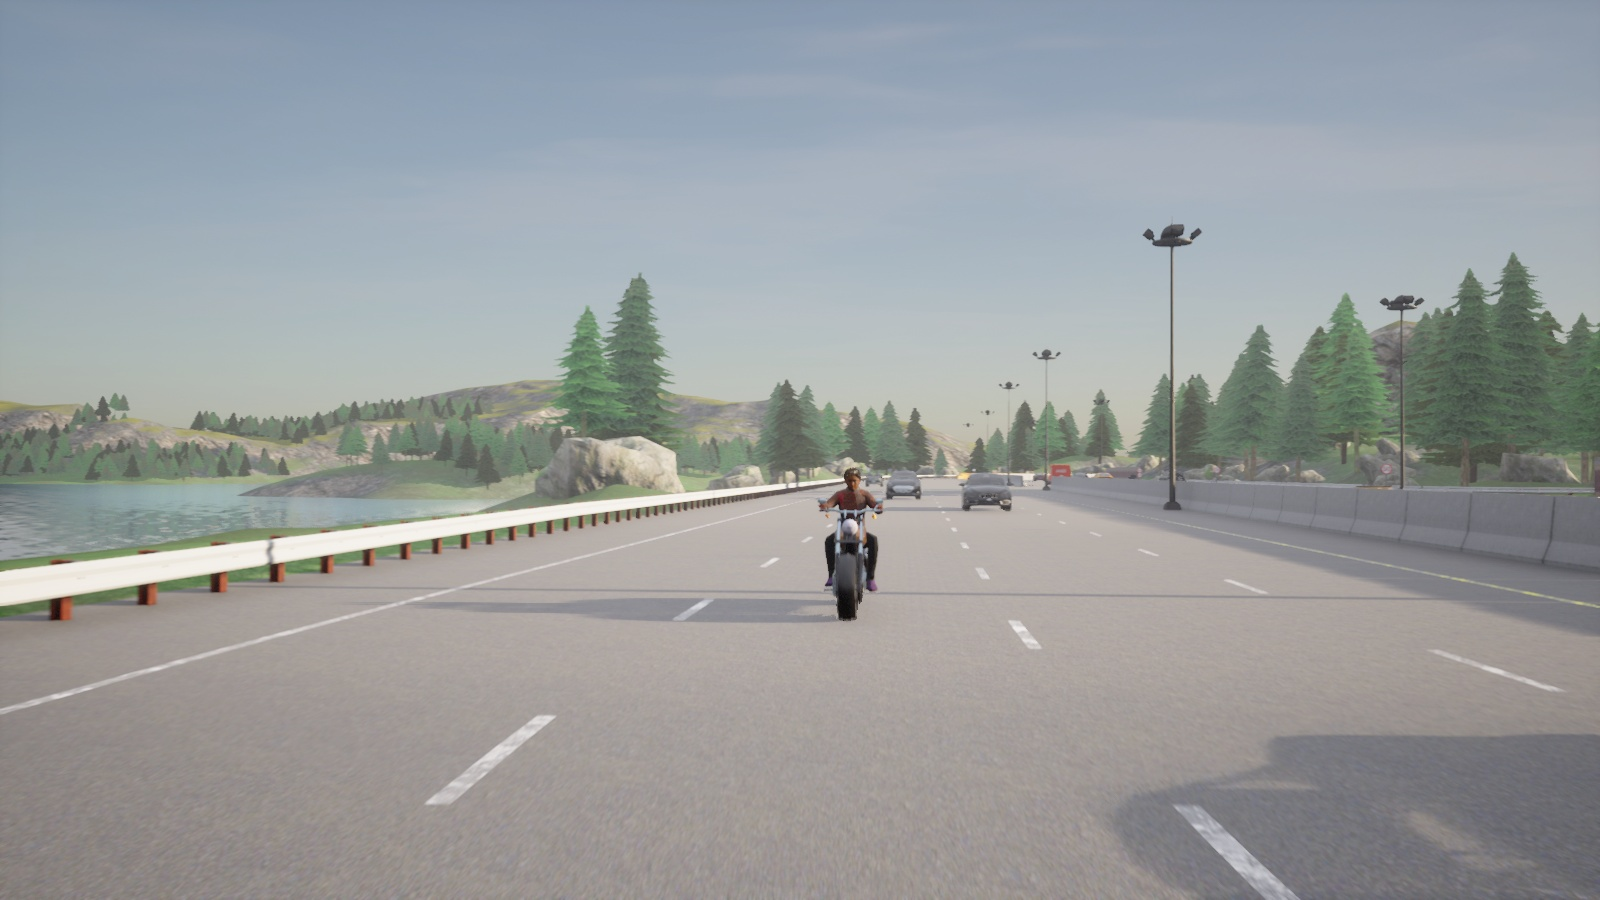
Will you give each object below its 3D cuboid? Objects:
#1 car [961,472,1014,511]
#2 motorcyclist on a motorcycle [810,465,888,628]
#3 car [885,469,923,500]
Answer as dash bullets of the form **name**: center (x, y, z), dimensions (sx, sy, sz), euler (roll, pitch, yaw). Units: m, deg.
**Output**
- **car**: center (7.529, 1.641, 50.690), dimensions (1.837, 1.490, 4.892), euler (0, -1, 5)
- **motorcyclist on a motorcycle**: center (0.577, 0.996, 13.929), dimensions (0.766, 1.649, 2.350), euler (0, -1, 5)
- **car**: center (5.862, 1.901, 70.354), dimensions (2.033, 1.649, 4.856), euler (0, -1, 5)
